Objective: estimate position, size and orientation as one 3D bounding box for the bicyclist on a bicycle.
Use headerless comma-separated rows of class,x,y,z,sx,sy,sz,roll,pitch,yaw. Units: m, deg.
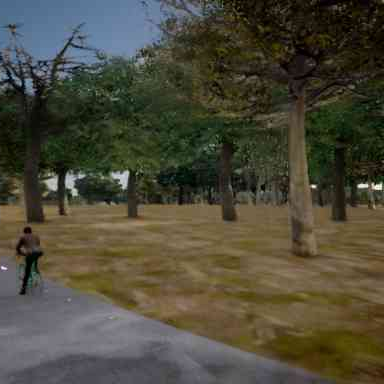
bicyclist on a bicycle,-3.901,1.659,7.958,1.656,1.620,0.582,-1,-3,44
